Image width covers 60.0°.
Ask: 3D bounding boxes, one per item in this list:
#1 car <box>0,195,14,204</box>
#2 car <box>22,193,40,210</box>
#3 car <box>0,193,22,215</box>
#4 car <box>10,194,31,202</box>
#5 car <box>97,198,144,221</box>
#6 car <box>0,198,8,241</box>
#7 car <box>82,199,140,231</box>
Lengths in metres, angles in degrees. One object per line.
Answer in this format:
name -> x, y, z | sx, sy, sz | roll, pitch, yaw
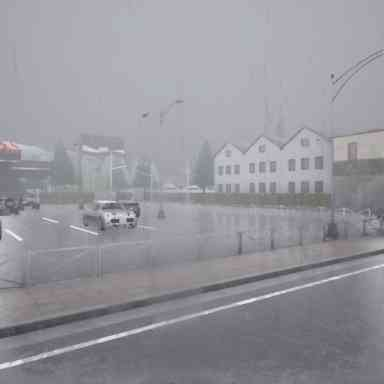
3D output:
car -> -38.355, 1.495, 66.689 | 4.611, 1.667, 2.242 | 0, 0, -36
car -> -19.063, 1.092, 38.687 | 1.905, 1.878, 3.866 | 0, 0, -36
car -> -17.171, 1.113, 30.372 | 1.932, 1.855, 4.605 | 0, 0, -36
car -> -38.110, 1.328, 73.817 | 3.866, 1.878, 1.905 | 0, 0, -36
car -> -5.708, 1.313, 26.250 | 2.007, 1.523, 4.514 | 0, 0, -36
car -> -9.636, 1.169, 14.395 | 2.152, 1.636, 5.027 | 0, 0, -36
car -> -4.598, 1.248, 18.384 | 1.970, 1.475, 3.806 | 0, 0, -36
